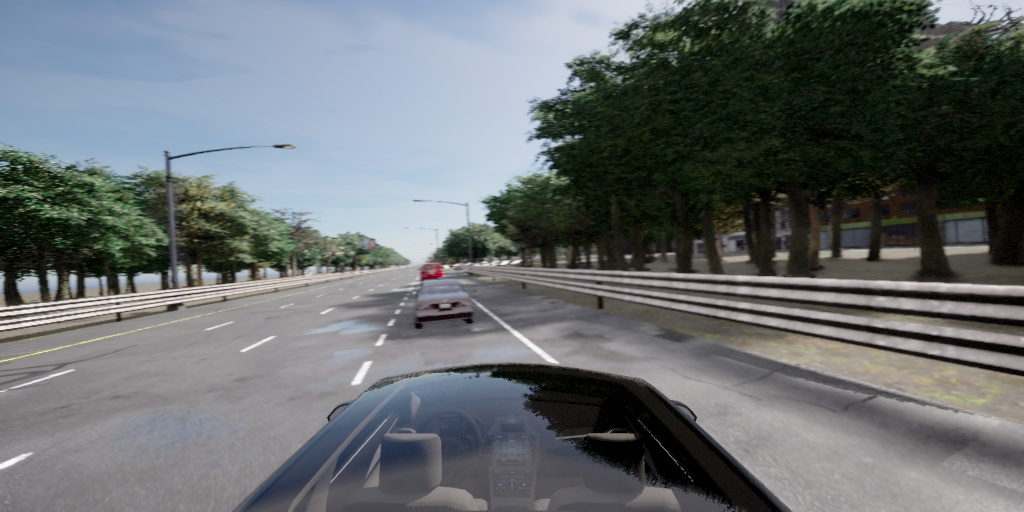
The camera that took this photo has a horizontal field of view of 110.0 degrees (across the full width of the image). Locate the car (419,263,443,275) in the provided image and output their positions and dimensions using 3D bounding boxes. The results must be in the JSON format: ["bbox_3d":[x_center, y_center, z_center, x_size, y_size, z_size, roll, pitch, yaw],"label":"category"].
[{"bbox_3d":[-8.098,1.731,36.027,2.150,2.045,5.566,-4,0,-14],"label":"car"}]

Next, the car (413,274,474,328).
[{"bbox_3d":[-2.507,1.534,12.753,2.033,1.411,5.357,-4,0,-14],"label":"car"}]
